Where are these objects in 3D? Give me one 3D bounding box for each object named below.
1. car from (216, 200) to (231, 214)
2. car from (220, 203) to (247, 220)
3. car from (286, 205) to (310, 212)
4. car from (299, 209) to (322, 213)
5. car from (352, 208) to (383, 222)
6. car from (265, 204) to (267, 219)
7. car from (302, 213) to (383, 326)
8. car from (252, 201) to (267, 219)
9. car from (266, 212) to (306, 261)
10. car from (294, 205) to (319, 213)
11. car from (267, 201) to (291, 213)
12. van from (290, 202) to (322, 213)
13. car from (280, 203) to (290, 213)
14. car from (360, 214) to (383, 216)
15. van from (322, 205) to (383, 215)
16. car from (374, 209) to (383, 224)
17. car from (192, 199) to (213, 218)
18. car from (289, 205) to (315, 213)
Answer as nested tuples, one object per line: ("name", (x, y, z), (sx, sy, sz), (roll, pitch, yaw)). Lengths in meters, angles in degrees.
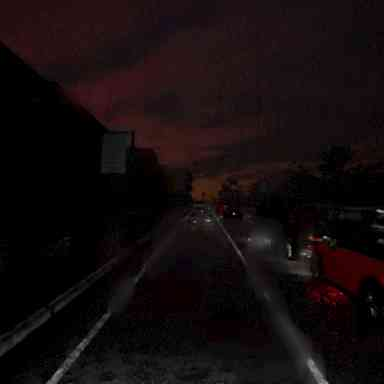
("car", (4.772, 2.190, 49.225), (2.150, 2.045, 5.566), (2, -1, 2))
("car", (4.369, 2.217, 35.869), (1.994, 1.385, 4.181), (2, -1, 3))
("car", (24.369, 3.751, 76.803), (4.892, 1.521, 2.231), (2, -1, 2))
("car", (9.389, 2.056, 20.008), (4.892, 1.521, 2.231), (2, -1, 2))
("car", (23.196, 2.889, 41.926), (5.008, 1.535, 2.097), (2, -1, 2))
("car", (9.768, 2.233, 31.214), (4.892, 1.521, 2.231), (2, -1, 2))
("car", (4.364, 1.597, 7.662), (2.097, 1.767, 4.553), (2, -1, 2))
("car", (9.986, 2.088, 36.818), (5.566, 2.045, 2.435), (2, -1, 2))
("car", (4.560, 1.841, 13.696), (1.837, 1.490, 4.892), (2, -1, 2))
("car", (24.155, 3.631, 70.385), (4.674, 1.452, 2.002), (2, -1, 2))
("car", (9.706, 1.936, 28.414), (5.566, 2.045, 2.435), (2, -1, 2))
("van", (9.377, 1.868, 22.817), (4.442, 1.987, 1.878), (2, -1, 2))
("car", (9.550, 2.013, 25.615), (4.553, 1.767, 2.185), (2, -1, 2))
("car", (9.210, 1.969, 14.405), (5.008, 1.535, 2.097), (2, -1, 2))
("van", (9.429, 1.790, 17.206), (4.442, 1.987, 1.878), (2, -1, 2))
("car", (23.019, 2.772, 36.361), (5.008, 1.535, 2.097), (2, -1, 2))
("car", (1.169, 1.817, 38.544), (2.150, 2.045, 5.566), (2, -1, 2))
("car", (24.271, 3.669, 73.532), (5.008, 1.535, 2.097), (2, -1, 2))
